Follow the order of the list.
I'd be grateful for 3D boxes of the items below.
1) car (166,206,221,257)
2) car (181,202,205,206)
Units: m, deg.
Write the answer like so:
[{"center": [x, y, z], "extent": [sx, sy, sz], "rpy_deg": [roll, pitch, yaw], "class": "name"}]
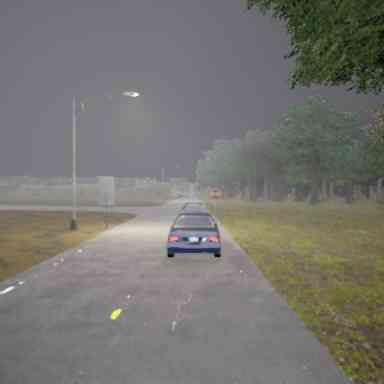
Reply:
[{"center": [0.097, 1.460, 12.525], "extent": [2.033, 1.411, 5.357], "rpy_deg": [0, 0, 1], "class": "car"}, {"center": [0.096, 1.419, 23.937], "extent": [1.994, 1.385, 4.181], "rpy_deg": [0, 0, 0], "class": "car"}]
